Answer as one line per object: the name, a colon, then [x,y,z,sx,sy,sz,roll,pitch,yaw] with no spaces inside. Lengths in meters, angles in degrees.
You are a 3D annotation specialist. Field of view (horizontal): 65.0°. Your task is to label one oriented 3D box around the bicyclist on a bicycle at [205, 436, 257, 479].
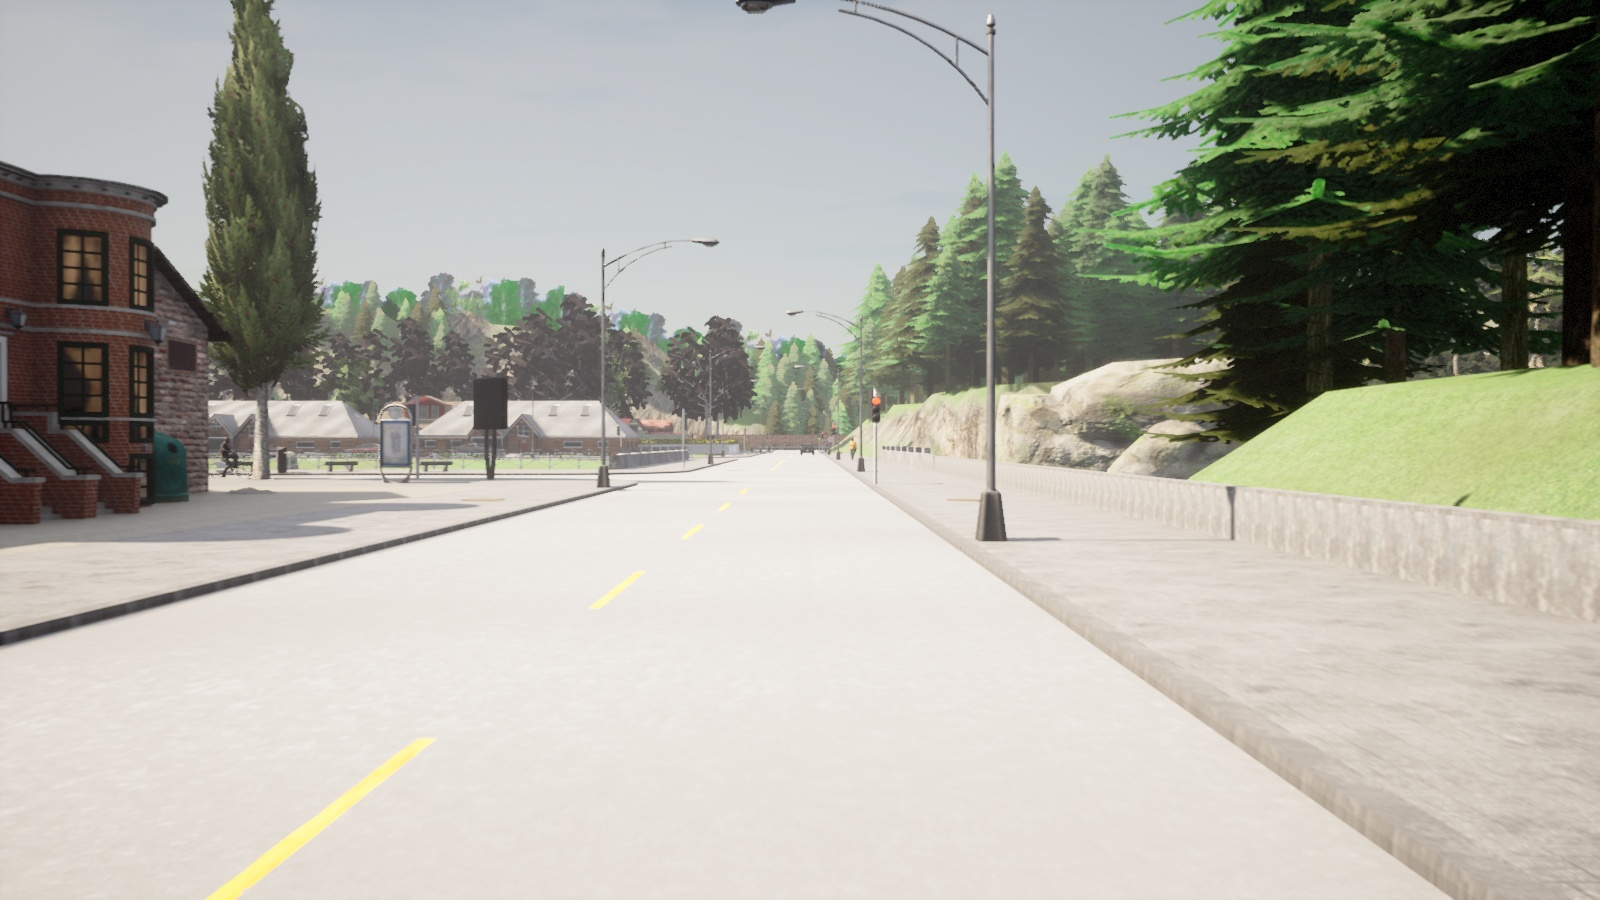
bicyclist on a bicycle: [-23.609,0.305,52.107,1.843,1.776,0.659,0,0,0]
